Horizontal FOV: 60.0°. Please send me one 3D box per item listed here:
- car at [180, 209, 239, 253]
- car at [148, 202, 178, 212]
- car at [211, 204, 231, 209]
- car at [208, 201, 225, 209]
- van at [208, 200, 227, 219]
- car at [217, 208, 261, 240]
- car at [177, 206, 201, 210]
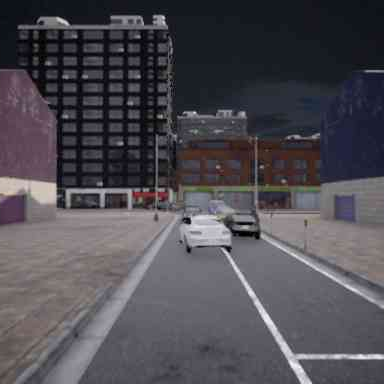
[{"bbox_3d":[0.500,1.709,14.631,1.812,1.442,4.674,0,-1,-7],"label":"car"},{"bbox_3d":[-4.141,2.121,47.660,4.902,1.511,2.128,-1,-2,34],"label":"car"},{"bbox_3d":[2.626,1.835,24.082,1.752,1.417,4.829,0,-1,0],"label":"car"},{"bbox_3d":[2.623,1.824,29.386,1.967,1.590,4.097,0,-1,0],"label":"car"},{"bbox_3d":[2.619,1.802,34.862,1.690,1.788,3.998,0,-1,0],"label":"van"},{"bbox_3d":[2.630,1.798,18.438,1.947,1.339,4.313,0,-1,0],"label":"car"},{"bbox_3d":[0.069,1.929,29.143,2.033,1.411,5.357,0,-1,0],"label":"car"}]
